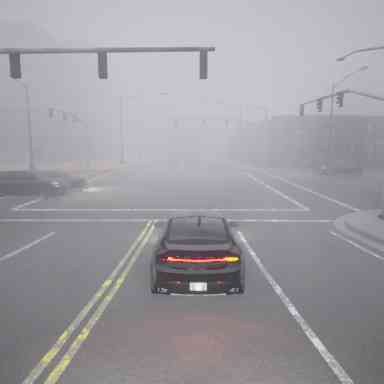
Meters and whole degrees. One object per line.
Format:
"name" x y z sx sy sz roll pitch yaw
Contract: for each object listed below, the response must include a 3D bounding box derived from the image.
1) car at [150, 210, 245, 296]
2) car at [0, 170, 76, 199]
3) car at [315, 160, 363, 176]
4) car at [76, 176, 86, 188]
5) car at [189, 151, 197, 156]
"car" 0.114 1.199 8.071 1.837 1.490 4.892 0 4 0
"car" -10.413 -0.591 21.671 4.553 1.767 2.097 0 8 0
"car" 15.662 -2.658 35.558 4.553 1.767 2.097 0 8 0
"car" -10.232 -0.892 25.160 4.181 1.385 1.994 0 8 0
"car" 0.266 -10.168 87.652 2.033 1.411 5.357 0 8 0
